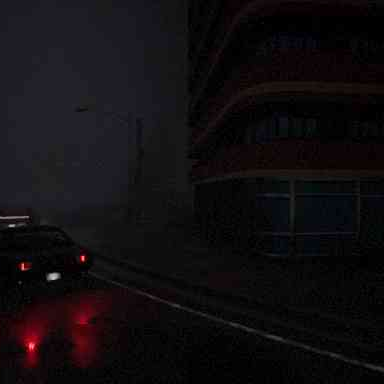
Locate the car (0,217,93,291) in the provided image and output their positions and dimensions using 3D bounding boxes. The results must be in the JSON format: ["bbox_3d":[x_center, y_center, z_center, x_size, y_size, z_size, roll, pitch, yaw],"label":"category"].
[{"bbox_3d":[-4.542,1.601,9.137,1.895,1.301,4.718,0,0,-40],"label":"car"}]

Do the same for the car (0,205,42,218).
[{"bbox_3d":[-9.803,1.491,18.968,2.128,1.511,4.902,0,0,-19],"label":"car"}]
